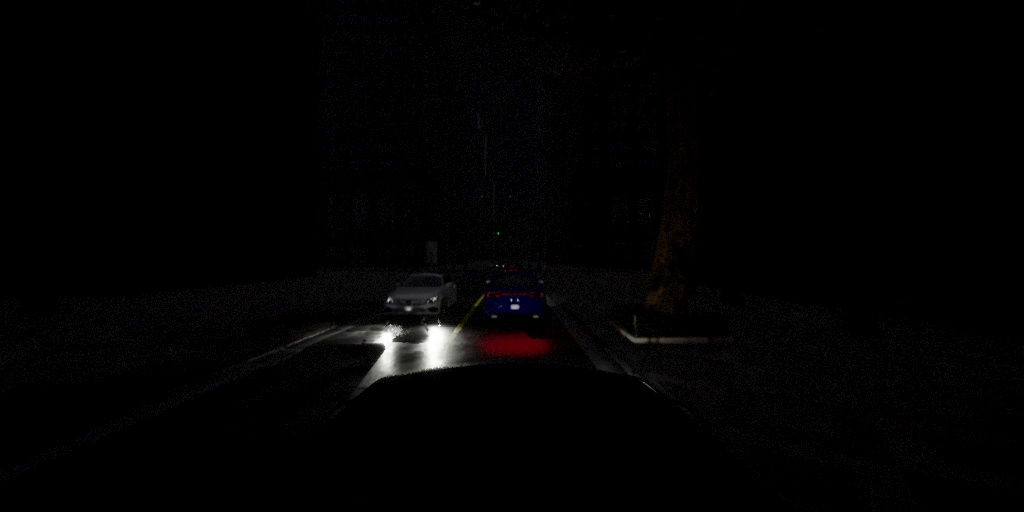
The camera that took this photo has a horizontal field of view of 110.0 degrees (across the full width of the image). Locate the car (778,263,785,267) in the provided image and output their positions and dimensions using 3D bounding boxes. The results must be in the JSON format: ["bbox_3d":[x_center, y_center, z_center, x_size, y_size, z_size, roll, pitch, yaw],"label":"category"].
[{"bbox_3d":[36.740,1.523,45.887,4.892,1.490,1.837,0,0,0],"label":"car"}]

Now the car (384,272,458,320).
[{"bbox_3d":[-3.091,1.316,13.050,1.812,1.442,4.674,0,0,0],"label":"car"}]

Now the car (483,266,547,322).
[{"bbox_3d":[0.096,1.265,12.422,1.882,1.535,5.008,0,0,0],"label":"car"}]

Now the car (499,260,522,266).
[{"bbox_3d":[0.116,1.328,30.273,1.882,1.535,5.008,0,0,0],"label":"car"}]
